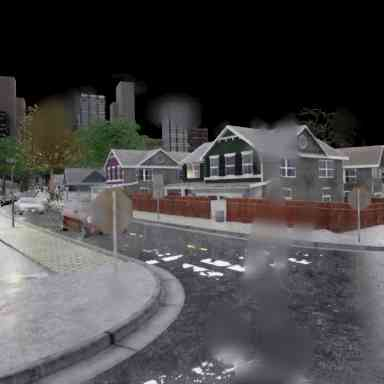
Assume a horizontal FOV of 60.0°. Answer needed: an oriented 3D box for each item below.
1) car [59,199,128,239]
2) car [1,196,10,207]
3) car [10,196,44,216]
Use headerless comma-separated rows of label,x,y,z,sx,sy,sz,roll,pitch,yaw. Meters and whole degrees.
car,-5.065,1.211,16.880,2.097,1.767,4.553,-2,2,-39
car,-22.503,1.152,41.256,1.895,1.301,4.718,-2,1,-32
car,-14.309,1.234,29.045,1.812,1.442,4.674,-2,1,-36
